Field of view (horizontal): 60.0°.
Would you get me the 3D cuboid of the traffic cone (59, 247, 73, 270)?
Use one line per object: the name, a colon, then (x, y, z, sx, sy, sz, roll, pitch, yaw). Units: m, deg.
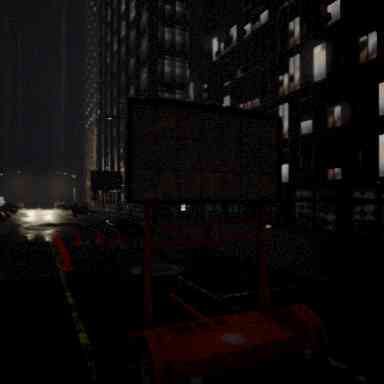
traffic cone: (-3.966, 2.152, 10.577, 0.340, 0.580, 0.340, 1, -1, -25)

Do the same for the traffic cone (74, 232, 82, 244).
traffic cone: (-5.619, 2.259, 16.431, 0.340, 0.580, 0.340, 1, -1, -25)

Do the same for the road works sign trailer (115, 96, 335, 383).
road works sign trailer: (0.172, 0.559, 4.817, 2.380, 3.560, 2.880, 1, -1, -25)

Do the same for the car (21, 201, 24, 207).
car: (-35.333, 2.814, 66.788, 1.802, 1.307, 4.206, 0, -1, -25)

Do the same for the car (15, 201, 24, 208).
car: (-42.397, 2.957, 81.780, 1.967, 1.590, 4.097, 0, -1, -25)

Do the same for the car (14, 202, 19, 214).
car: (-25.915, 2.422, 46.802, 1.947, 1.339, 4.313, 0, -1, -25)

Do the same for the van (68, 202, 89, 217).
van: (-13.629, 2.088, 40.387, 1.690, 1.788, 3.998, 0, -1, -25)

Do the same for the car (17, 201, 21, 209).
car: (-28.270, 2.390, 51.801, 1.967, 1.590, 4.097, 0, -1, -25)

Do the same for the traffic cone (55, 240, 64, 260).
traffic cone: (-4.819, 2.184, 12.387, 0.340, 0.580, 0.340, 1, -1, -25)

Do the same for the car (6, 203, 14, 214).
car: (-21.207, 2.214, 36.810, 1.887, 1.381, 4.507, 0, -1, -25)

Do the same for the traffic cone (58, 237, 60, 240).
traffic cone: (-5.671, 2.217, 14.195, 0.340, 0.580, 0.340, 1, -1, -25)

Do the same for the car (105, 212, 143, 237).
car: (-4.210, 1.930, 20.397, 2.008, 1.369, 4.403, 0, -1, -25)

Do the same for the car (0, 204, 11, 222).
car: (-18.853, 2.127, 31.813, 2.008, 1.369, 4.403, 0, -1, -25)

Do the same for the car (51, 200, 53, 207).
car: (-32.535, 3.027, 80.509, 1.752, 1.417, 4.829, 0, -1, -25)

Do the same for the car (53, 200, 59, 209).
car: (-27.754, 2.861, 70.363, 2.008, 1.369, 4.403, 0, -1, -25)

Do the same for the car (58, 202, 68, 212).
car: (-20.763, 2.556, 55.526, 1.752, 1.417, 4.829, 0, -1, -25)
